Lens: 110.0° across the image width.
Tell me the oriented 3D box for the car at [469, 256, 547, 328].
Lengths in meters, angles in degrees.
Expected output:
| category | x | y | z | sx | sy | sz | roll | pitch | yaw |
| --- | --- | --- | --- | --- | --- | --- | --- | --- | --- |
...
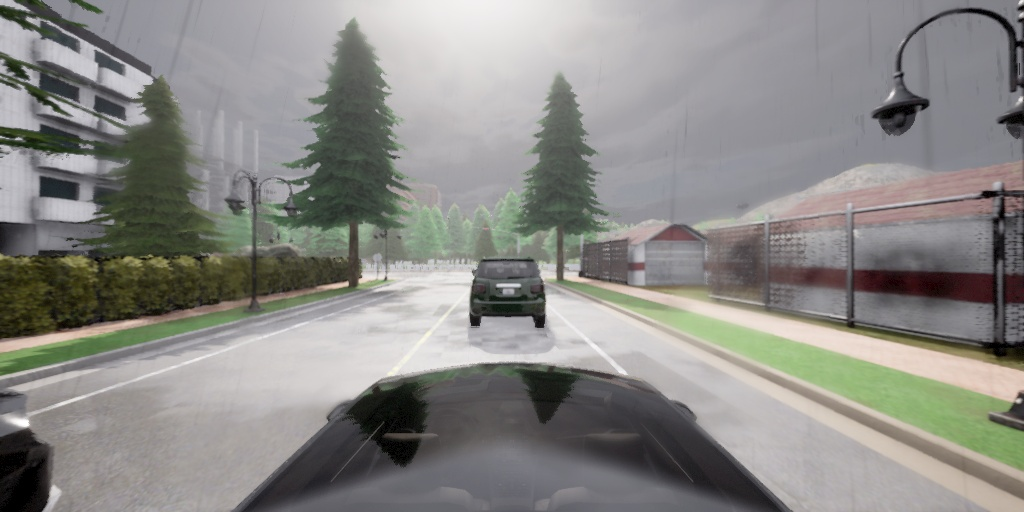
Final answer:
| category | x | y | z | sx | sy | sz | roll | pitch | yaw |
| --- | --- | --- | --- | --- | --- | --- | --- | --- | --- |
| car | -0.177 | 1.028 | 11.883 | 2.150 | 2.045 | 5.566 | 0 | 0 | -2 |
